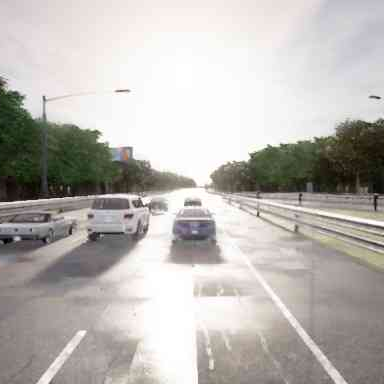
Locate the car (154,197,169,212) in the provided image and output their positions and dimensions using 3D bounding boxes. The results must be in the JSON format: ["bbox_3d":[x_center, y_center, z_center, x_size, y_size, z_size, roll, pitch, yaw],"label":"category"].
[{"bbox_3d":[-3.407,1.219,34.367,1.812,1.442,4.674,0,1,0],"label":"car"}]

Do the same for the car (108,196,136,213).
[{"bbox_3d":[-6.906,1.210,33.368,1.837,1.490,4.892,0,1,0],"label":"car"}]

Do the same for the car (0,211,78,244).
[{"bbox_3d":[-6.903,1.526,15.367,1.895,1.301,4.718,0,1,0],"label":"car"}]

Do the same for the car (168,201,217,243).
[{"bbox_3d":[0.097,1.401,15.588,1.882,1.535,5.008,0,1,0],"label":"car"}]

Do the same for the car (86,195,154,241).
[{"bbox_3d":[-3.403,1.139,16.232,2.150,2.045,5.566,0,1,0],"label":"car"}]

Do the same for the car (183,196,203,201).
[{"bbox_3d":[0.094,1.165,34.886,1.882,1.535,5.008,0,1,0],"label":"car"}]
